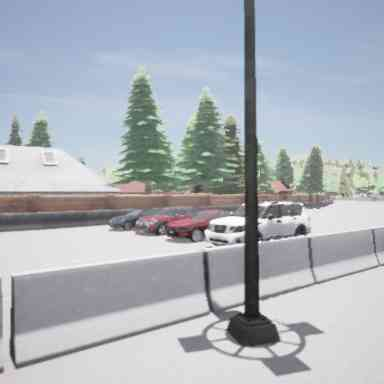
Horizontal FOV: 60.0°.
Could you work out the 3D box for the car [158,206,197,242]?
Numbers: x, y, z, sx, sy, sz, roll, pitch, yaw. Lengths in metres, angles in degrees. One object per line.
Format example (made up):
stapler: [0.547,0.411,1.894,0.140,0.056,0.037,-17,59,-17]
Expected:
car: [0.934,1.705,17.805,5.008,1.535,1.882,0,-1,-39]

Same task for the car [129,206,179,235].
car: [-1.218,1.683,20.566,4.553,1.767,2.097,0,-1,-39]

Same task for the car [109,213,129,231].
car: [-3.460,1.860,23.251,4.674,1.442,1.812,0,-1,-39]

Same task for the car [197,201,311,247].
car: [3.173,1.468,15.117,5.566,2.045,2.150,0,-1,-39]
